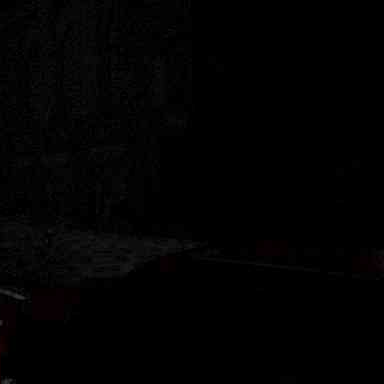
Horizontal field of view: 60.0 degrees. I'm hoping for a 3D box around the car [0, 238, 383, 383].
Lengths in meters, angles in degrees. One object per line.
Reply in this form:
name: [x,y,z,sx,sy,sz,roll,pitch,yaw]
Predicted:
car: [0.407,1.315,2.569,5.009,1.841,2.192,0,-1,36]
